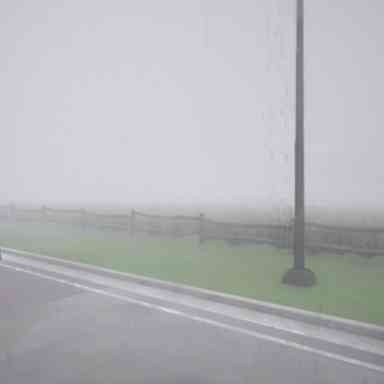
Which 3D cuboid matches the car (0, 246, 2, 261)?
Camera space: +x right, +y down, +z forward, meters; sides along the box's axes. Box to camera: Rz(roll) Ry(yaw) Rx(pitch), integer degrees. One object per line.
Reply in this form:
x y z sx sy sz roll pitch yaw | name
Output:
-7.357 1.600 9.342 4.718 1.301 1.895 0 0 36 | car
